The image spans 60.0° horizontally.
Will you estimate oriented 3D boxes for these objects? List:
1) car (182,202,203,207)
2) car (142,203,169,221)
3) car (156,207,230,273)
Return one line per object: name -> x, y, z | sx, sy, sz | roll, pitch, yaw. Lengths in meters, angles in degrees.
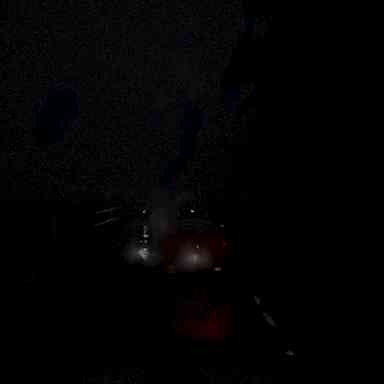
car -> 0.026, 1.545, 29.206 | 1.994, 1.385, 4.181 | 0, 0, 0
car -> -2.911, 1.585, 27.413 | 1.895, 1.301, 4.718 | 0, 0, 0
car -> 0.062, 1.473, 10.640 | 1.882, 1.535, 5.008 | 0, 0, 0
